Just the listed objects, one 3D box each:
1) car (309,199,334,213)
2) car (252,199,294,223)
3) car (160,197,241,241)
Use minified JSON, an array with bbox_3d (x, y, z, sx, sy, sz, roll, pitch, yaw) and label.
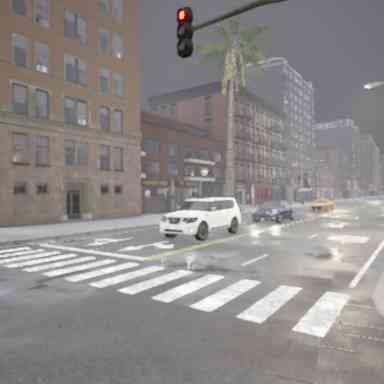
[{"bbox_3d":[15.278,1.574,39.133,1.882,1.535,5.008,-1,-1,35],"label":"car"},{"bbox_3d":[6.451,1.445,26.332,2.097,1.767,4.553,-1,0,34],"label":"car"},{"bbox_3d":[0.634,1.318,17.864,2.150,2.045,5.566,-1,0,34],"label":"car"}]
